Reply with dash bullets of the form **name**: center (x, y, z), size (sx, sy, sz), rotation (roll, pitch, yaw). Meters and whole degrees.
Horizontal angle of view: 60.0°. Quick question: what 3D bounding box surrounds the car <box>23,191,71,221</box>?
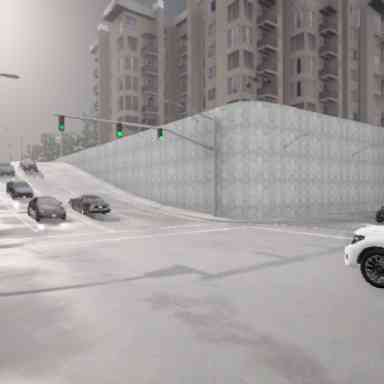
- **car**: center (-10.224, 1.055, 23.257), size (1.812, 1.442, 4.674), rotation (0, 5, -36)

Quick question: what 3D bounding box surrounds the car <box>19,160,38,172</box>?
- **car**: center (-23.387, -3.841, 47.665), size (1.812, 1.442, 4.674), rotation (0, 12, -36)

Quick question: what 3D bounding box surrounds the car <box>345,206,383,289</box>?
- **car**: center (6.119, 1.186, 6.752), size (2.150, 2.045, 5.566), rotation (0, 0, -36)

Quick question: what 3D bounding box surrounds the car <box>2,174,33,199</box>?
- **car**: center (-16.724, -0.375, 32.291), size (2.033, 1.411, 5.357), rotation (0, 10, -36)

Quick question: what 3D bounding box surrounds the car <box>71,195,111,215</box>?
- **car**: center (-8.275, 0.932, 26.730), size (2.033, 1.411, 5.357), rotation (0, 6, -36)

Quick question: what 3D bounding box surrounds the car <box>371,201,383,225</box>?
- **car**: center (14.536, 1.376, 23.003), size (4.892, 1.490, 1.837), rotation (0, 0, -36)

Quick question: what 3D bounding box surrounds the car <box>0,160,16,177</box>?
- **car**: center (-23.607, -3.015, 41.850), size (2.097, 1.767, 4.553), rotation (0, 12, -36)
